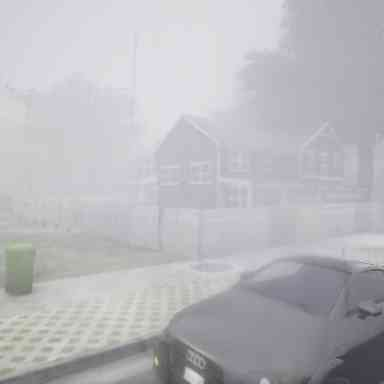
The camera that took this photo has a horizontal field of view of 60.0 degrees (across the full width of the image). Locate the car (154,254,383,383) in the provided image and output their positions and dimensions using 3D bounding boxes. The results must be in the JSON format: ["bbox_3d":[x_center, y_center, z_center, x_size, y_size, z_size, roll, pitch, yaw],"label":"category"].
[{"bbox_3d":[1.616,1.583,4.333,4.181,1.385,1.994,0,0,-37],"label":"car"}]
